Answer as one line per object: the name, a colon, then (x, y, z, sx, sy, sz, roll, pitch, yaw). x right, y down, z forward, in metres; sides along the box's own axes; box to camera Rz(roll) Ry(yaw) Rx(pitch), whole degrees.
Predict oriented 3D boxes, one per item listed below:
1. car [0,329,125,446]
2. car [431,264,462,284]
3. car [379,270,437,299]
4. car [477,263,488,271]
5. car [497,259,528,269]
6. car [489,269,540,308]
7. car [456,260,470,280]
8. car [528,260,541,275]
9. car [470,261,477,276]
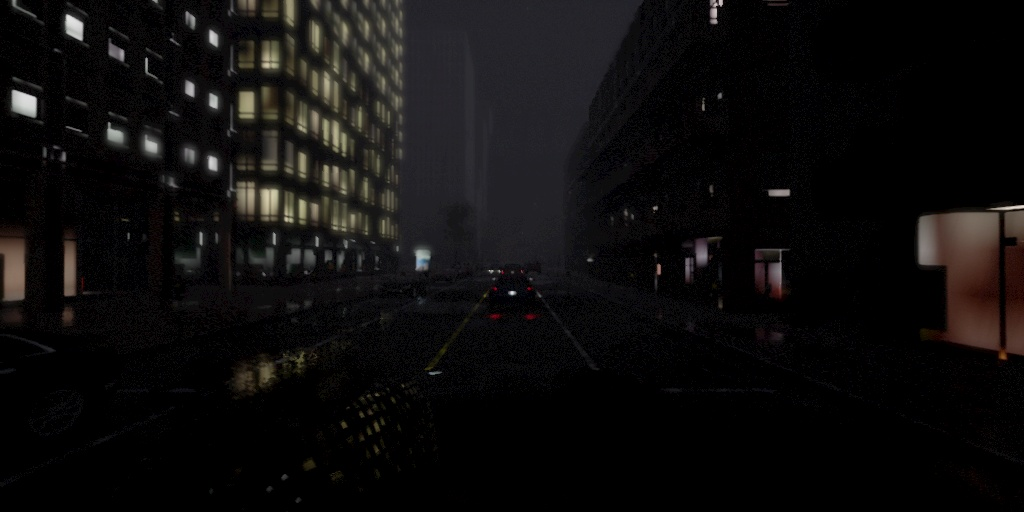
car: (-5.690, 1.309, 2.606, 2.007, 1.370, 4.403, 0, 0, 0)
car: (-5.656, 1.598, 30.358, 1.802, 1.307, 4.207, 0, 0, 0)
car: (-5.669, 1.463, 19.257, 2.007, 1.370, 4.403, 0, 0, 0)
car: (-5.614, 1.902, 63.662, 1.948, 1.339, 4.313, 0, 0, 0)
car: (0.039, 1.371, 30.903, 2.097, 1.767, 4.553, 0, -1, 0)
car: (0.020, 1.448, 16.147, 1.994, 1.385, 4.181, 0, 0, 0)
car: (-5.649, 1.508, 35.909, 1.967, 1.591, 4.097, 0, 0, 0)
car: (2.746, 1.489, 47.001, 2.192, 1.841, 5.009, 0, 0, 0)
car: (-5.641, 1.436, 41.460, 2.192, 1.841, 5.009, 0, 0, 0)
